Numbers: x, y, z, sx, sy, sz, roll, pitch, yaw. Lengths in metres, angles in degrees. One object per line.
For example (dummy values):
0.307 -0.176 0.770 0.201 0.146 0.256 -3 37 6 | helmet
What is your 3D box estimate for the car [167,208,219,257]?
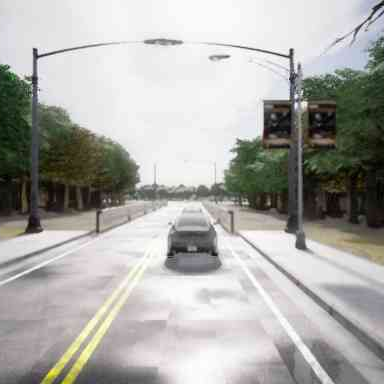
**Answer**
0.039 1.647 13.500 1.837 1.490 4.892 0 0 1 | car
